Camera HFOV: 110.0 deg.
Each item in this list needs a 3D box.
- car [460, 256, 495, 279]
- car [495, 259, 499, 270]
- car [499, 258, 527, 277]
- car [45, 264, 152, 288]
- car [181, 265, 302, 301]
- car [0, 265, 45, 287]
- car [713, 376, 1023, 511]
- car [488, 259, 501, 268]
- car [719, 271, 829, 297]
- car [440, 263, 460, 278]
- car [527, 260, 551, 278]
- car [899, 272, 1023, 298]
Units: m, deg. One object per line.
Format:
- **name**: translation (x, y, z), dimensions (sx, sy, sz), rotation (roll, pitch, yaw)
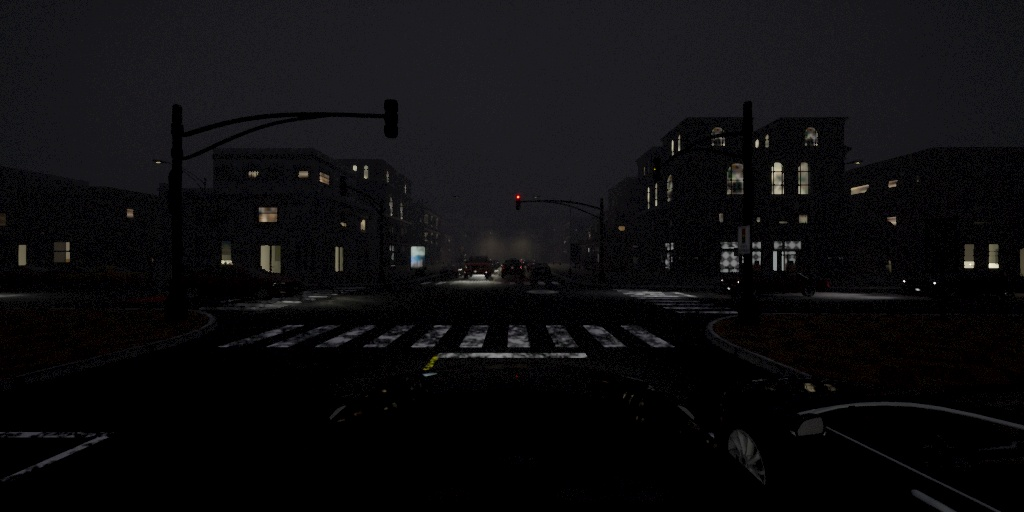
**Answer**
- **car**: translation (-3.112, 0.976, 33.511), dimensions (2.150, 2.045, 5.566), rotation (0, 0, 1)
- **car**: translation (-3.095, 1.247, 43.438), dimensions (2.128, 1.511, 4.902), rotation (0, 0, 1)
- **car**: translation (0.073, 1.105, 35.039), dimensions (2.097, 1.767, 4.553), rotation (0, 0, 1)
- **car**: translation (-25.454, 1.195, 22.356), dimensions (4.829, 1.417, 1.751), rotation (0, 0, 1)
- **car**: translation (-12.321, 1.175, 16.365), dimensions (5.008, 1.535, 1.882), rotation (0, 0, 1)
- **car**: translation (-30.820, 1.228, 22.439), dimensions (4.207, 1.307, 1.802), rotation (0, 0, 1)
- **car**: translation (2.691, 1.300, 1.571), dimensions (2.007, 1.370, 4.403), rotation (0, 0, 0)
- **car**: translation (-3.051, 1.308, 63.081), dimensions (2.033, 1.411, 5.357), rotation (0, 0, 1)
- **car**: translation (13.801, 1.433, 19.158), dimensions (4.718, 1.301, 1.895), rotation (0, 0, 1)
- **car**: translation (-5.690, 1.336, 33.974), dimensions (1.802, 1.307, 4.207), rotation (0, 0, 0)
- **car**: translation (2.690, 1.320, 33.961), dimensions (1.948, 1.339, 4.313), rotation (0, 0, 0)
- **car**: translation (23.750, 1.482, 19.011), dimensions (4.718, 1.301, 1.895), rotation (0, 0, 1)
